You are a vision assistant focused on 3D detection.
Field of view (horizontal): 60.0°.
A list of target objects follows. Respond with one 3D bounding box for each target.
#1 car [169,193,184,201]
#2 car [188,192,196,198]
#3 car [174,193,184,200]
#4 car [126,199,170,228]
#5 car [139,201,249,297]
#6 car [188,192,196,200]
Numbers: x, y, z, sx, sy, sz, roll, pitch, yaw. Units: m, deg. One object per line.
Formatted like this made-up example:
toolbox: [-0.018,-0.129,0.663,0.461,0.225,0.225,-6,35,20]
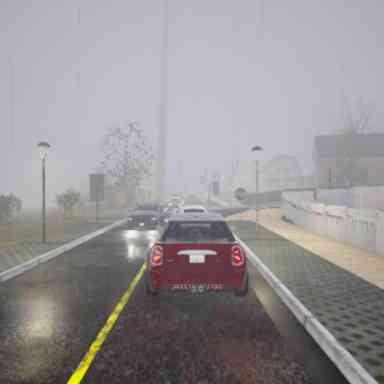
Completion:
car: [-2.809,1.041,56.203,1.882,1.535,5.008,0,0,0]
car: [0.003,0.725,84.749,1.812,1.442,4.674,0,0,0]
car: [-2.747,0.981,71.481,1.812,1.442,4.674,0,0,0]
car: [-2.750,1.377,20.908,2.033,1.411,5.357,0,0,0]
car: [0.098,1.282,8.535,2.097,1.767,4.553,0,1,0]
car: [0.003,0.979,74.744,1.994,1.385,4.181,0,0,0]
